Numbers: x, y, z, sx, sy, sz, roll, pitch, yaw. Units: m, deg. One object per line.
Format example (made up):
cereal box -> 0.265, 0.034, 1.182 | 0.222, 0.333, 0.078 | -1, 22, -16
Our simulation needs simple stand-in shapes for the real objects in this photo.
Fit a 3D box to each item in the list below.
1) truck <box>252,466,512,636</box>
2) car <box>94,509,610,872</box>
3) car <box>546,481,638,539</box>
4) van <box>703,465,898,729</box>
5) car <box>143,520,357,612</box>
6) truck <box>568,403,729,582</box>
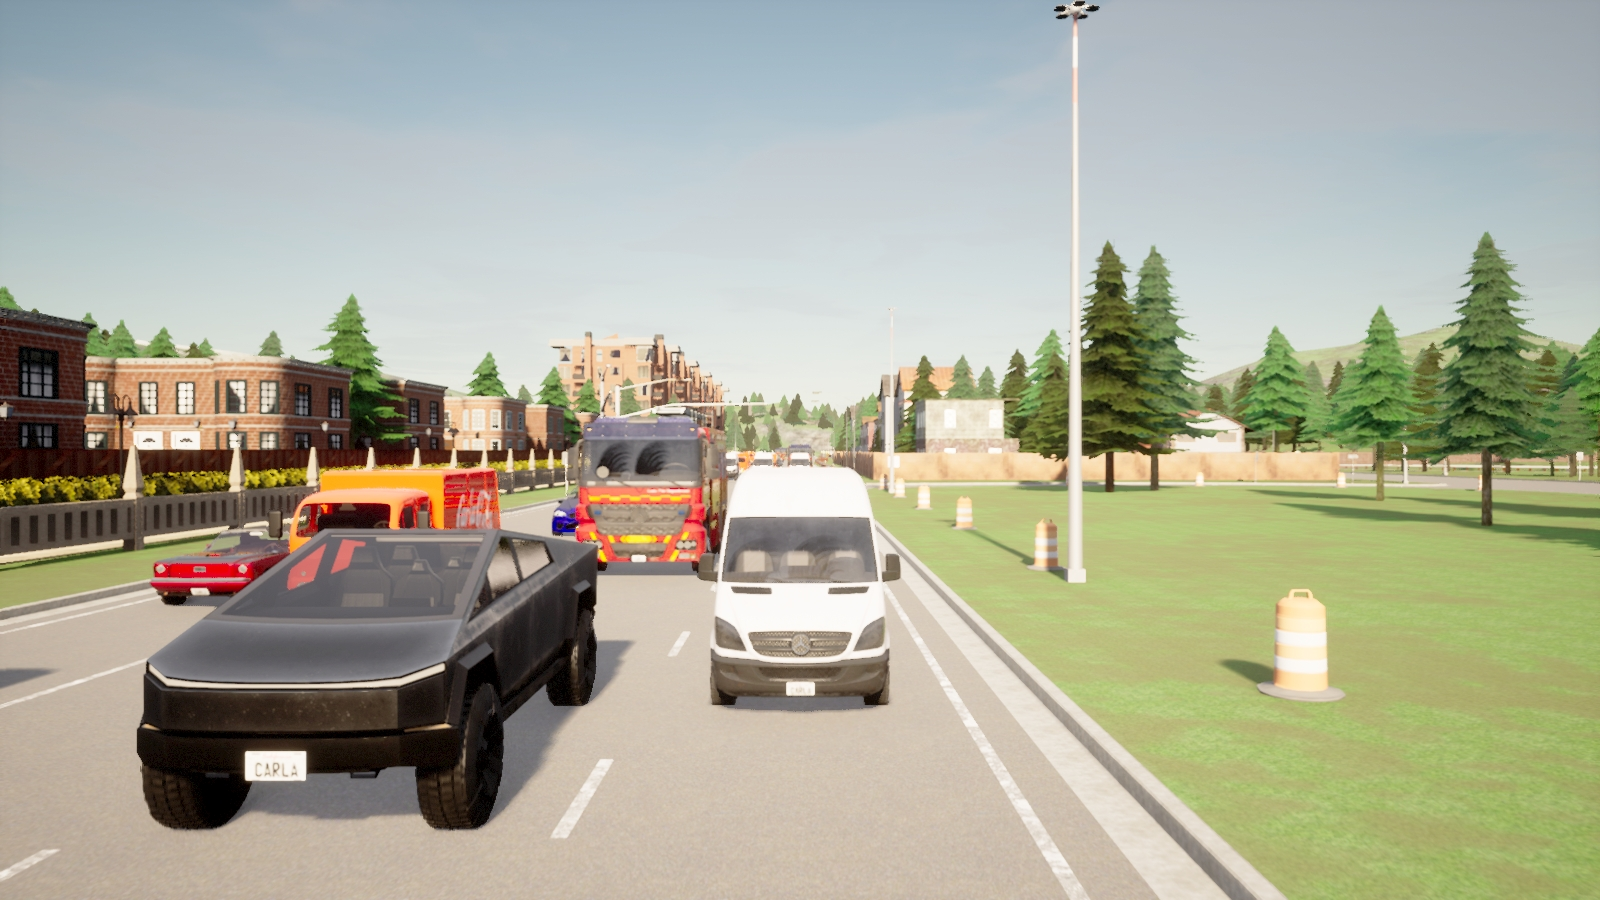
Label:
truck -> -6.998, 1.569, 19.937 | 2.627, 2.467, 5.204 | 0, 1, 0
car -> -3.499, 1.760, 10.735 | 2.390, 2.098, 6.274 | 0, 0, 0
car -> -6.973, 1.983, 38.820 | 2.242, 1.667, 4.611 | 0, 0, 0
van -> 0.005, 1.539, 14.601 | 1.988, 2.561, 5.915 | 0, 0, 0
car -> -10.498, 2.166, 22.254 | 1.895, 1.301, 4.718 | 0, 0, 0
truck -> -3.493, 0.904, 28.541 | 2.891, 3.827, 8.468 | 0, 0, 0
